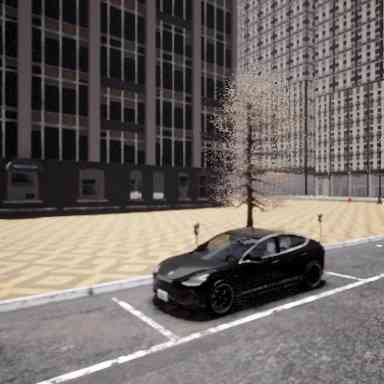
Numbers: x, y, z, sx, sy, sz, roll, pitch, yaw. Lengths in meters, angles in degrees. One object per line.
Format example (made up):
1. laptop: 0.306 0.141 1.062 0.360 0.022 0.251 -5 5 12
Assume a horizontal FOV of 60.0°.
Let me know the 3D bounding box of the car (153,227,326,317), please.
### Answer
1. car: 1.230 1.524 7.432 4.313 1.339 1.947 -1 1 -36
